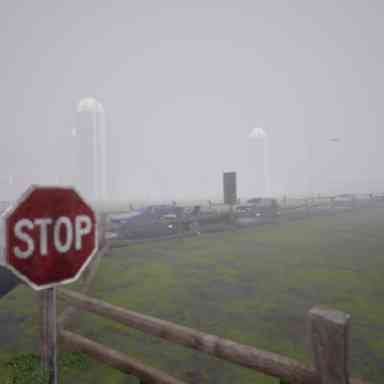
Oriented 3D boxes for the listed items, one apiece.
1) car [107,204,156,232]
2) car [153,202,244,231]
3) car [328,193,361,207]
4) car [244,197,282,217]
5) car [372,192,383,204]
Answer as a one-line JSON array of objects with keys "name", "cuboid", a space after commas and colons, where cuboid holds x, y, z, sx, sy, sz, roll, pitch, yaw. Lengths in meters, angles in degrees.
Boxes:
[{"name": "car", "cuboid": [-2.263, 1.436, 19.764, 5.357, 1.411, 2.033, -2, 0, -43]}, {"name": "car", "cuboid": [0.484, 1.390, 18.427, 4.718, 1.301, 1.895, -2, 0, -43]}, {"name": "car", "cuboid": [17.385, 0.870, 37.802, 5.357, 1.411, 2.033, -2, 0, -42]}, {"name": "car", "cuboid": [5.365, 1.172, 26.784, 4.892, 1.490, 1.837, -2, 0, -42]}, {"name": "car", "cuboid": [22.818, 0.694, 38.893, 5.357, 1.411, 2.033, -2, 0, -42]}]
